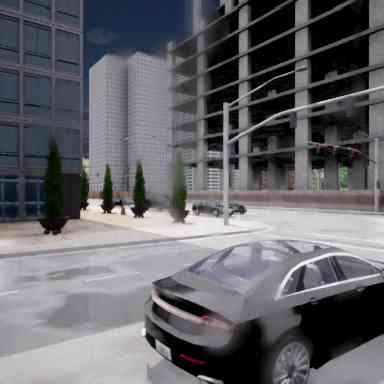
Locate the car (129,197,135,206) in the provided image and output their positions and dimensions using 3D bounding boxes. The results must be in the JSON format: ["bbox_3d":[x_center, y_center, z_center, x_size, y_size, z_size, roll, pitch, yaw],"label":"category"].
[{"bbox_3d":[-10.382,1.547,54.702,2.128,1.511,4.902,0,0,-36],"label":"car"}]

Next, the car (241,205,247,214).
[{"bbox_3d":[3.801,1.619,35.137,1.994,1.385,4.181,0,0,-36],"label":"car"}]

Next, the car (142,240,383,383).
[{"bbox_3d":[1.651,1.492,5.032,4.902,1.511,2.128,0,0,-36],"label":"car"}]

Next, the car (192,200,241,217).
[{"bbox_3d":[1.944,1.547,31.740,2.128,1.511,4.902,0,0,-36],"label":"car"}]

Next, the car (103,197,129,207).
[{"bbox_3d":[-11.926,1.656,50.854,1.895,1.301,4.718,0,0,-36],"label":"car"}]

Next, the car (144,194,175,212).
[{"bbox_3d":[-3.856,1.277,39.718,2.150,2.045,5.566,0,0,-36],"label":"car"}]
